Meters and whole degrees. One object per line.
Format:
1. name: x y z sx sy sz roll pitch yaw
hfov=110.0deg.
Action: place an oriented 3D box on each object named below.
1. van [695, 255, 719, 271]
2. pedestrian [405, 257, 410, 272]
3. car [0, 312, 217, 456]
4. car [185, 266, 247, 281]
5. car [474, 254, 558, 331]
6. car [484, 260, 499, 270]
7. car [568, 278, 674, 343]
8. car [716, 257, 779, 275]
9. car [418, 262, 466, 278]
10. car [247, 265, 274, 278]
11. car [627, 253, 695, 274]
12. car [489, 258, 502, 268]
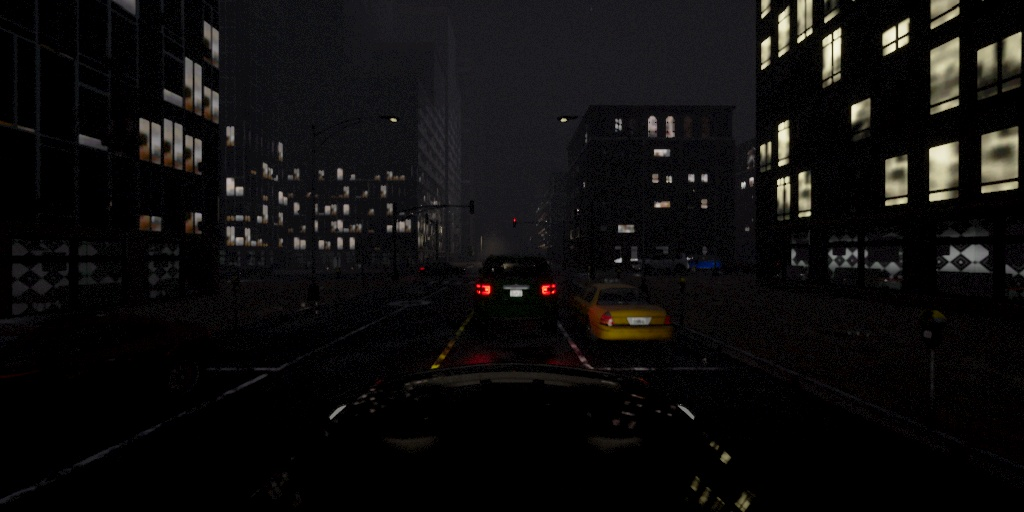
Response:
1. van: 20.945 0.777 39.801 3.998 1.789 1.690 0 0 -1
2. pedestrian: -12.387 0.996 42.342 0.375 1.860 0.375 0 1 -1
3. car: -5.317 1.331 3.783 1.802 1.307 4.207 0 0 0
4. car: -28.649 1.640 33.757 5.357 1.411 2.033 -1 0 -1
5. car: 0.090 0.966 11.072 2.150 2.045 5.566 0 0 0
6. car: -2.916 1.269 51.973 2.033 1.411 5.357 0 0 -3
7. car: 2.558 1.270 9.519 1.751 1.417 4.829 0 0 0
8. car: 21.060 1.001 31.921 4.507 1.381 1.888 0 0 -1
9. car: -6.887 1.328 35.373 4.674 1.442 1.812 -1 0 -21
10. car: -28.436 1.626 39.144 4.403 1.370 2.007 0 0 -1
11. car: 15.401 0.734 37.271 5.566 2.045 2.150 -1 0 -1
12. car: -2.849 1.208 62.946 2.128 1.511 4.902 0 0 0
